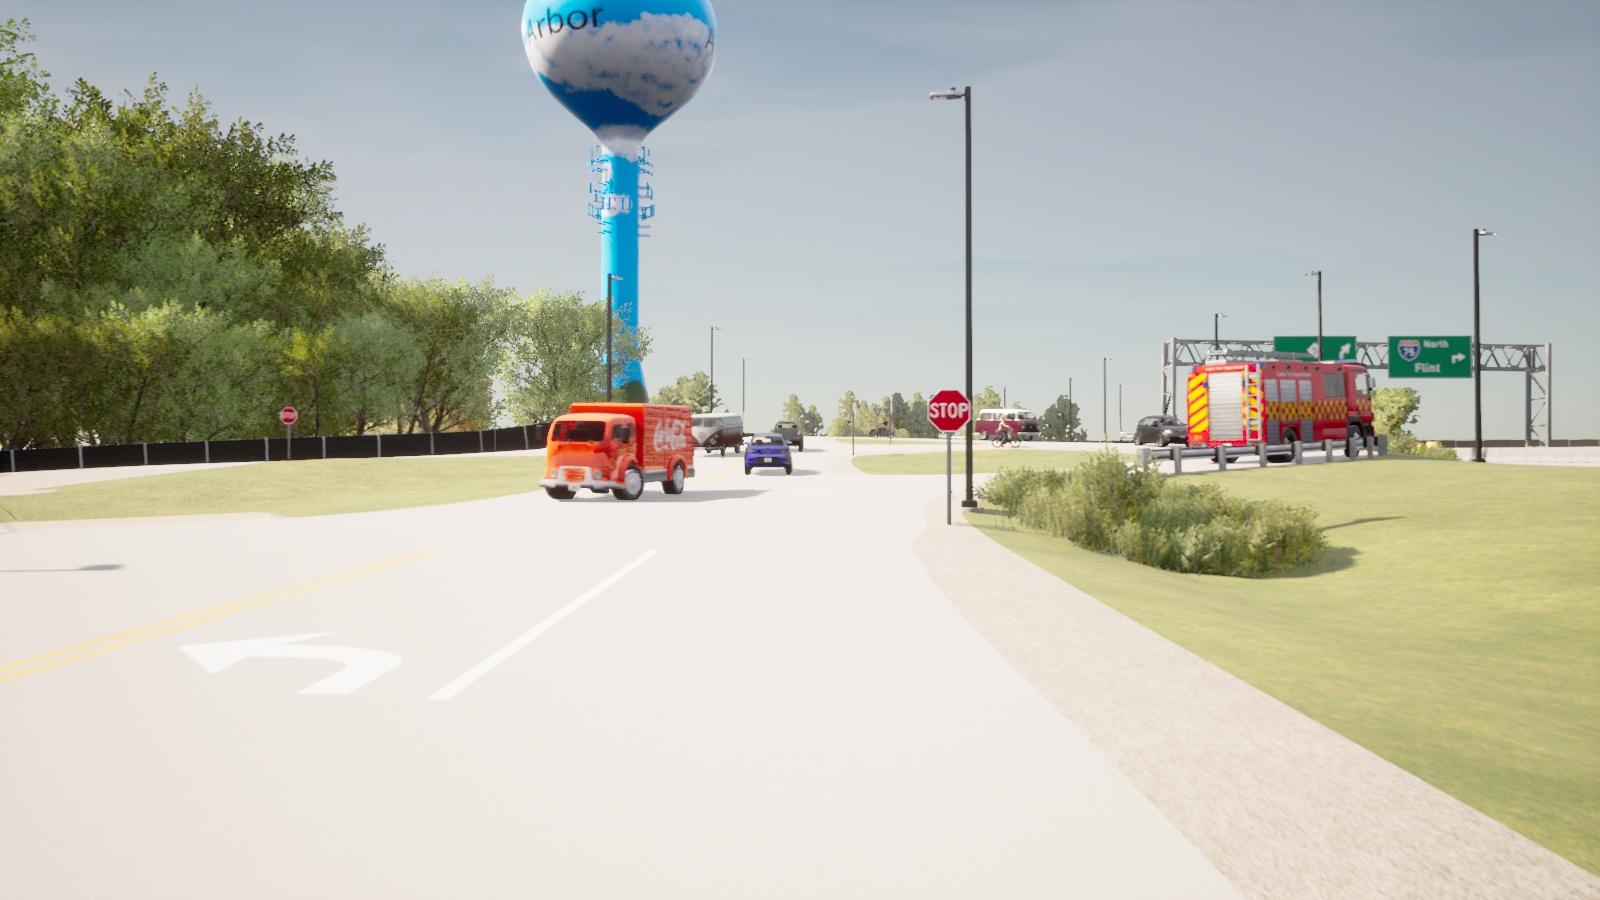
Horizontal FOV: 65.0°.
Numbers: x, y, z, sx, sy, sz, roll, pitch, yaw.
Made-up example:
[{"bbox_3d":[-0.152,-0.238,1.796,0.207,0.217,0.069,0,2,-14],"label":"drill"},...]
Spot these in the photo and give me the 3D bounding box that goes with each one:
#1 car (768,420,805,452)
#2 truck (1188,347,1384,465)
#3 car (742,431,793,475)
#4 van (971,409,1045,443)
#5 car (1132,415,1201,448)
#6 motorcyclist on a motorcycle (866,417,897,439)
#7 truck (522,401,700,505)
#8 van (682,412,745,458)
[{"bbox_3d":[-0.661,-0.731,64.226,1.845,1.501,3.633,0,3,0],"label":"car"},{"bbox_3d":[17.364,-1.538,44.536,8.468,3.827,2.891,-2,1,-42],"label":"truck"},{"bbox_3d":[-1.175,0.081,47.037,1.816,1.474,4.193,0,2,-1],"label":"car"},{"bbox_3d":[13.016,-1.532,78.761,2.069,2.038,4.480,1,1,-33],"label":"van"},{"bbox_3d":[18.699,-0.969,64.253,1.851,1.617,3.988,0,2,-10],"label":"car"},{"bbox_3d":[6.150,-1.644,94.766,2.350,1.649,0.766,1,2,45],"label":"motorcyclist on a motorcycle"},{"bbox_3d":[-4.802,-0.003,32.866,2.627,2.467,5.204,1,2,16],"label":"truck"},{"bbox_3d":[-4.026,-0.748,59.224,1.775,1.987,4.442,1,3,12],"label":"van"}]
